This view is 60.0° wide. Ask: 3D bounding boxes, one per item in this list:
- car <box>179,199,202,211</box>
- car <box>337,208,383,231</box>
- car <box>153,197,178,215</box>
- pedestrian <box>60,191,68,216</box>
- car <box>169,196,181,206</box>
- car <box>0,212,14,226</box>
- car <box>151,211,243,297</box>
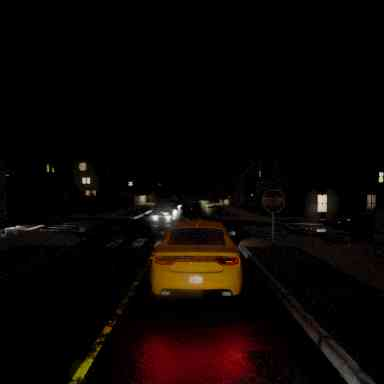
[{"bbox_3d":[-0.017,1.469,34.567,1.882,1.535,5.008,0,0,0],"label":"car"},{"bbox_3d":[12.035,1.770,21.896,4.674,1.442,1.812,1,1,0],"label":"car"},{"bbox_3d":[-2.873,1.539,34.430,2.033,1.411,5.357,0,0,0],"label":"car"},{"bbox_3d":[-9.695,0.862,25.144,0.375,1.860,0.375,0,0,1],"label":"pedestrian"},{"bbox_3d":[-2.864,1.504,55.773,1.812,1.442,4.674,0,0,0],"label":"car"},{"bbox_3d":[-12.799,1.355,19.419,4.181,1.385,1.994,1,1,-2],"label":"car"},{"bbox_3d":[0.148,1.475,8.634,1.882,1.535,5.008,0,0,2],"label":"car"}]
